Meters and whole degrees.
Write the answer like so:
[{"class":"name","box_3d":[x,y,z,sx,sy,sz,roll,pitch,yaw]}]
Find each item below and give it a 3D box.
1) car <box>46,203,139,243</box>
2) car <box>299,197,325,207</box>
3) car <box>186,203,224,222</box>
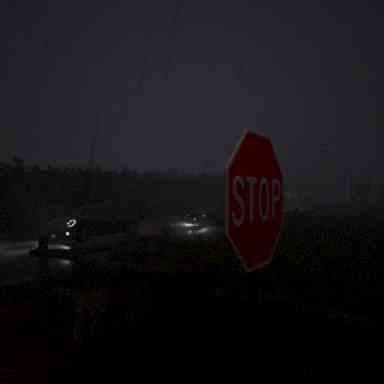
[{"class":"car","box_3d":[-4.810,1.363,16.496,2.097,1.767,4.553,0,0,36]},{"class":"car","box_3d":[16.443,1.346,45.780,2.033,1.411,5.357,0,1,-1]},{"class":"car","box_3d":[1.750,1.549,25.658,2.033,1.411,5.357,0,0,36]}]
